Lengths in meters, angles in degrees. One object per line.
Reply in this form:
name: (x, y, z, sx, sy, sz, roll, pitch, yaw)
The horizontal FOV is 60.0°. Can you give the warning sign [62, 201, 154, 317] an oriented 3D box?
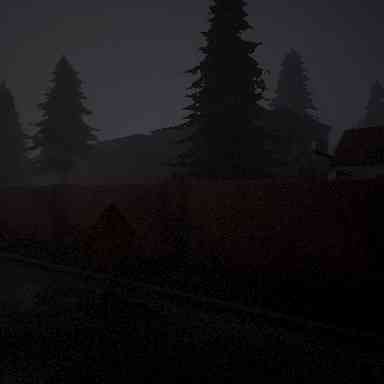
warning sign: (-1.547, 1.115, 6.262, 1.060, 1.860, 1.300, 0, 0, 36)
